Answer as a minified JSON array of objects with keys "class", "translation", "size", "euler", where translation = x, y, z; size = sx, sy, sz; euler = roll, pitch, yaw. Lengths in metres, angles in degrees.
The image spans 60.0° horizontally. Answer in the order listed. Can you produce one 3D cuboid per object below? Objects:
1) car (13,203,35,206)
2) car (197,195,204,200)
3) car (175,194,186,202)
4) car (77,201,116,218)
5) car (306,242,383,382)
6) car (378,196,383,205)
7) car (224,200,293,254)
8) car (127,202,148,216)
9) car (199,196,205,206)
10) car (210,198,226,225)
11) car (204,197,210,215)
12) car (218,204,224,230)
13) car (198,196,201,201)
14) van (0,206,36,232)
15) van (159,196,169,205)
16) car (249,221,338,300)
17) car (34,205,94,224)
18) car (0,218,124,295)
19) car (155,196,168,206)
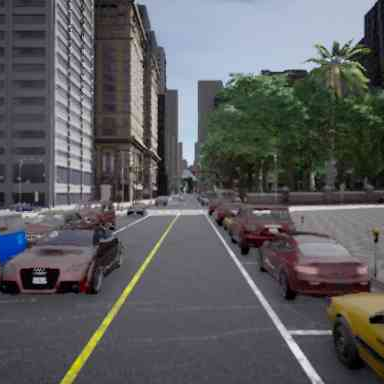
[{"class":"car","translation":[-23.654,2.291,47.827],"size":[4.674,1.442,1.812],"euler":[0,0,0]},{"class":"car","translation":[2.775,1.850,73.103],"size":[1.967,1.590,4.097],"euler":[0,0,0]},{"class":"car","translation":[-2.987,2.014,94.782],"size":[1.812,1.442,4.674],"euler":[0,0,0]},{"class":"car","translation":[-5.759,1.439,19.260],"size":[2.192,1.841,5.009],"euler":[0,0,0]},{"class":"car","translation":[2.764,1.546,2.953],"size":[1.752,1.417,4.829],"euler":[0,0,0]},{"class":"car","translation":[29.311,1.079,47.575],"size":[5.008,1.535,1.882],"euler":[-1,0,0]},{"class":"car","translation":[2.765,1.405,13.758],"size":[2.192,1.841,5.009],"euler":[0,0,0]},{"class":"car","translation":[-5.757,1.790,35.723],"size":[1.947,1.339,4.313],"euler":[0,0,0]},{"class":"car","translation":[2.773,1.926,62.262],"size":[1.947,1.339,4.313],"euler":[0,0,0]},{"class":"car","translation":[2.767,1.475,24.731],"size":[2.192,1.841,5.009],"euler":[0,0,0]},{"class":"car","translation":[2.769,1.540,35.705],"size":[2.192,1.841,5.009],"euler":[0,0,0]},{"class":"car","translation":[2.766,1.652,19.413],"size":[1.752,1.417,4.829],"euler":[0,0,0]},{"class":"car","translation":[2.774,1.968,67.681],"size":[1.802,1.307,4.206],"euler":[0,0,0]},{"class":"van","translation":[-5.761,1.395,8.285],"size":[1.690,1.788,3.998],"euler":[0,0,0]},{"class":"van","translation":[-5.751,1.726,67.703],"size":[1.690,1.788,3.998],"euler":[0,0,0]},{"class":"car","translation":[2.765,1.637,8.269],"size":[1.802,1.307,4.206],"euler":[0,0,0]},{"class":"car","translation":[-5.760,1.529,13.772],"size":[1.967,1.590,4.097],"euler":[0,0,0]},{"class":"car","translation":[-3.098,1.621,8.750],"size":[1.994,1.385,4.181],"euler":[0,0,0]},{"class":"car","translation":[-5.752,1.674,62.283],"size":[2.192,1.841,5.009],"euler":[0,0,0]}]
